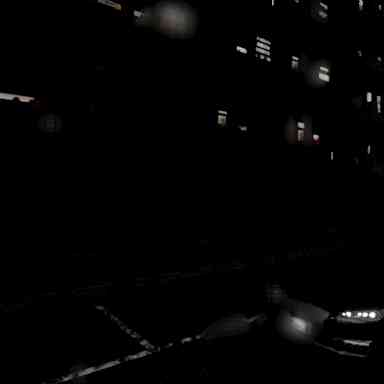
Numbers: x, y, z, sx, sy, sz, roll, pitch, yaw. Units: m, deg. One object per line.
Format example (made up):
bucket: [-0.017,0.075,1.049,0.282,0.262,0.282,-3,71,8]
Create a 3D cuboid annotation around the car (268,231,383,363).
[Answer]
car: [3.412,1.490,5.822,4.902,1.511,2.128,0,0,-36]
